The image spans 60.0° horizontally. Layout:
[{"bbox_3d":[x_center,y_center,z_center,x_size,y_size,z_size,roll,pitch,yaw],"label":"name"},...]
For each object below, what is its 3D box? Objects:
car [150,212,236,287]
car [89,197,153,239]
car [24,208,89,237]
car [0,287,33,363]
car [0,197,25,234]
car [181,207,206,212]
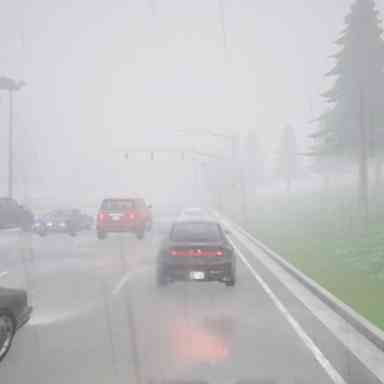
[{"bbox_3d":[0.103,1.521,9.361,1.837,1.490,4.892,0,-1,0],"label":"car"},{"bbox_3d":[-3.394,1.256,17.549,2.150,2.045,5.566,0,0,0],"label":"car"},{"bbox_3d":[-6.862,1.582,18.282,2.033,1.411,5.357,0,0,-3],"label":"car"},{"bbox_3d":[-3.402,1.552,2.724,2.033,1.411,5.357,0,0,0],"label":"car"},{"bbox_3d":[-10.395,1.252,17.394,2.150,2.045,5.566,0,0,0],"label":"car"},{"bbox_3d":[0.106,1.562,18.434,1.812,1.442,4.674,0,0,0],"label":"car"}]
